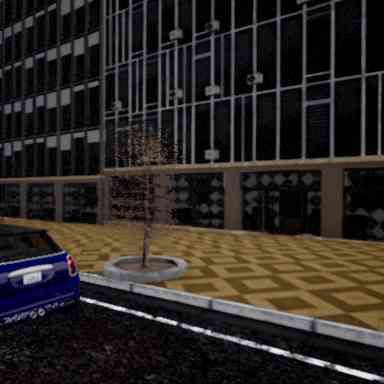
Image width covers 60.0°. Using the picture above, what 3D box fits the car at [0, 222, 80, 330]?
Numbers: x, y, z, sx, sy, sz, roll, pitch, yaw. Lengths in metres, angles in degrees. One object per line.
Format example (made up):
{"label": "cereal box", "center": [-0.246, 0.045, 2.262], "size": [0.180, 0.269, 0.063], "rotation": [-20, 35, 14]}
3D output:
{"label": "car", "center": [-4.315, 1.411, 6.500], "size": [4.553, 1.767, 2.097], "rotation": [-1, 0, 34]}
